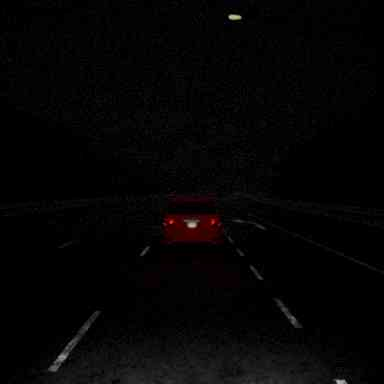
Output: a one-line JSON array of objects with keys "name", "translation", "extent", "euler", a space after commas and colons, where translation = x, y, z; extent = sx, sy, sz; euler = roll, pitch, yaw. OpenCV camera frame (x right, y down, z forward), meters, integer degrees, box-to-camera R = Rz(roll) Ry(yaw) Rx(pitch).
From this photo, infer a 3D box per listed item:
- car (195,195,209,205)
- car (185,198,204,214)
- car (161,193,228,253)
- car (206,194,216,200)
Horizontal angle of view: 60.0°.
[{"name": "car", "translation": [1.777, 1.328, 57.074], "extent": [2.033, 1.411, 5.357], "euler": [0, 0, 5]}, {"name": "car", "translation": [0.362, 1.400, 34.184], "extent": [1.812, 1.442, 4.674], "euler": [0, 0, 2]}, {"name": "car", "translation": [0.006, 1.168, 13.576], "extent": [2.150, 2.045, 5.566], "euler": [0, 0, 0]}, {"name": "car", "translation": [4.882, 1.225, 83.967], "extent": [2.033, 1.411, 5.357], "euler": [0, 0, 8]}]
